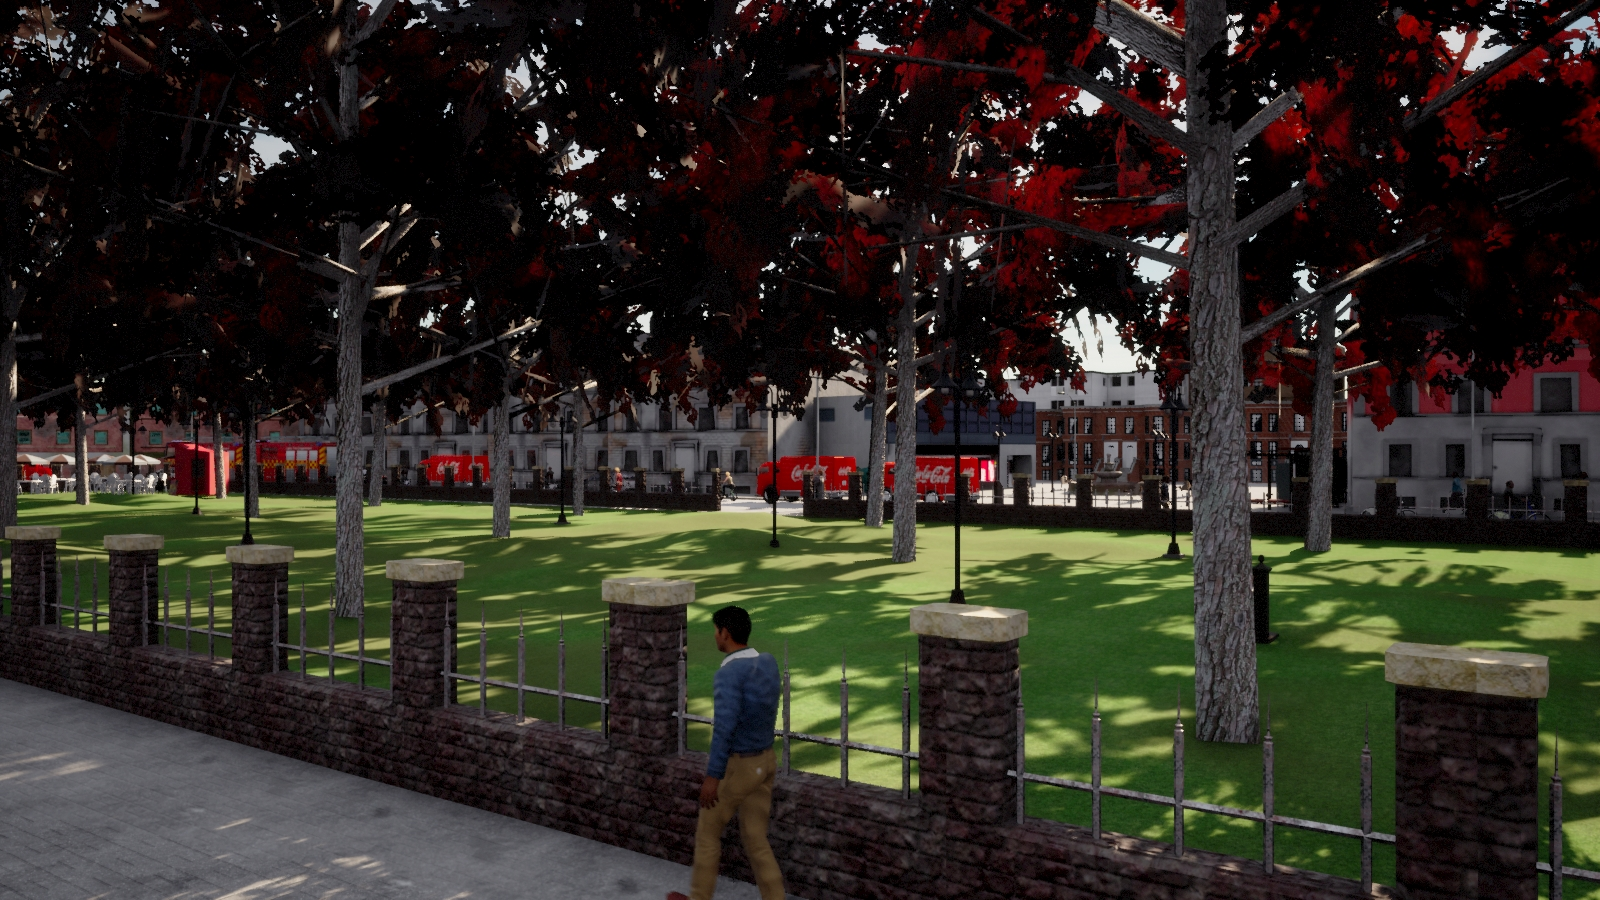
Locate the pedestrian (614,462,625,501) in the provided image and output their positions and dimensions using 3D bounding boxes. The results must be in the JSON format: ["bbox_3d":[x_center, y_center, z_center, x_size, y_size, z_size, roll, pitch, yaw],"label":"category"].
[{"bbox_3d":[-8.759,1.522,55.331,0.375,1.860,0.375,0,0,28],"label":"pedestrian"}]

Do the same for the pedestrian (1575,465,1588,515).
[{"bbox_3d":[29.890,1.524,43.703,0.375,1.860,0.375,0,0,38],"label":"pedestrian"}]

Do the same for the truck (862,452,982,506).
[{"bbox_3d":[5.913,1.348,55.621,5.204,2.467,2.627,0,0,35],"label":"truck"}]

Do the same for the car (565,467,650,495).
[{"bbox_3d":[-11.432,1.827,67.802,4.902,1.511,2.128,0,0,35],"label":"car"}]

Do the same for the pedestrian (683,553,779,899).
[{"bbox_3d":[-0.380,1.526,6.328,0.375,1.860,0.375,0,0,35],"label":"pedestrian"}]

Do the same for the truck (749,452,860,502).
[{"bbox_3d":[0.205,1.348,59.637,5.204,2.467,2.627,0,0,35],"label":"truck"}]

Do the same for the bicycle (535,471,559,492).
[{"bbox_3d":[-15.681,1.940,70.806,1.835,1.271,0.329,0,0,35],"label":"bicycle"}]

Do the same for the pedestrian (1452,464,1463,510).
[{"bbox_3d":[26.932,1.522,46.813,0.375,1.860,0.375,0,0,34],"label":"pedestrian"}]

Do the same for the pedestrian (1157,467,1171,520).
[{"bbox_3d":[12.747,1.524,40.044,0.375,1.860,0.375,0,0,35],"label":"pedestrian"}]

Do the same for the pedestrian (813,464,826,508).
[{"bbox_3d":[0.823,1.525,48.437,0.375,1.860,0.375,0,0,35],"label":"pedestrian"}]
